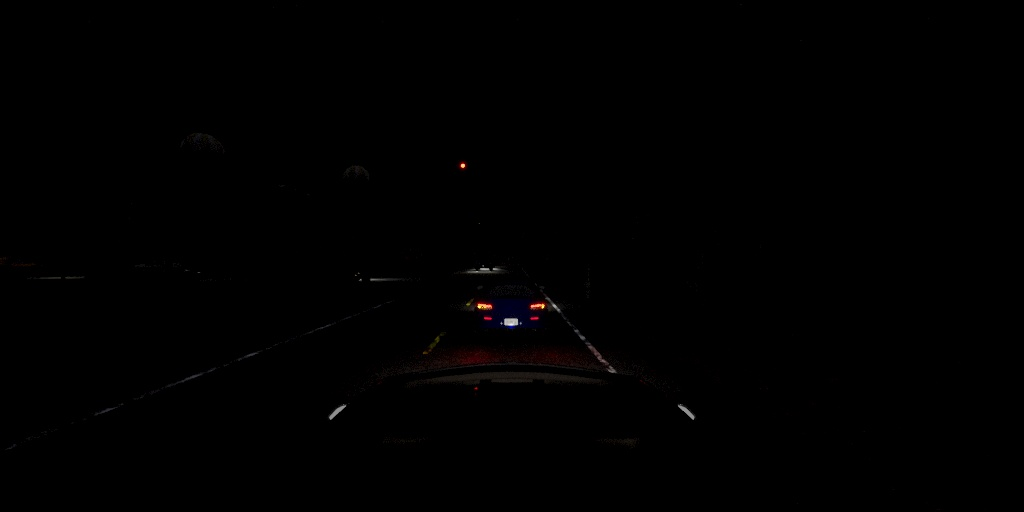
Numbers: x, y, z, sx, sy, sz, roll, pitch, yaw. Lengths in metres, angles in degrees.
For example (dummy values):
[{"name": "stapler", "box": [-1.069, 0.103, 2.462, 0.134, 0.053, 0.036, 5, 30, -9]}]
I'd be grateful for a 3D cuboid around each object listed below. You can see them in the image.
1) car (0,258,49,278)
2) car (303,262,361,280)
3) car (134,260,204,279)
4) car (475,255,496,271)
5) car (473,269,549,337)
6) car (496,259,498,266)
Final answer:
[{"name": "car", "box": [-39.721, 0.869, 28.237, 5.008, 1.535, 1.882, 0, 0, 0]}, {"name": "car", "box": [-14.419, 1.191, 28.865, 4.181, 1.385, 1.994, 0, 0, -7]}, {"name": "car", "box": [-27.117, 1.035, 28.354, 4.674, 1.442, 1.812, 0, 0, -1]}, {"name": "car", "box": [-3.787, 0.934, 49.824, 2.150, 2.045, 5.566, 0, 0, 0]}, {"name": "car", "box": [-0.029, 1.274, 10.129, 1.812, 1.442, 4.674, 0, 0, 0]}, {"name": "car", "box": [-3.809, 1.298, 59.991, 1.895, 1.301, 4.718, 0, 0, 0]}]
